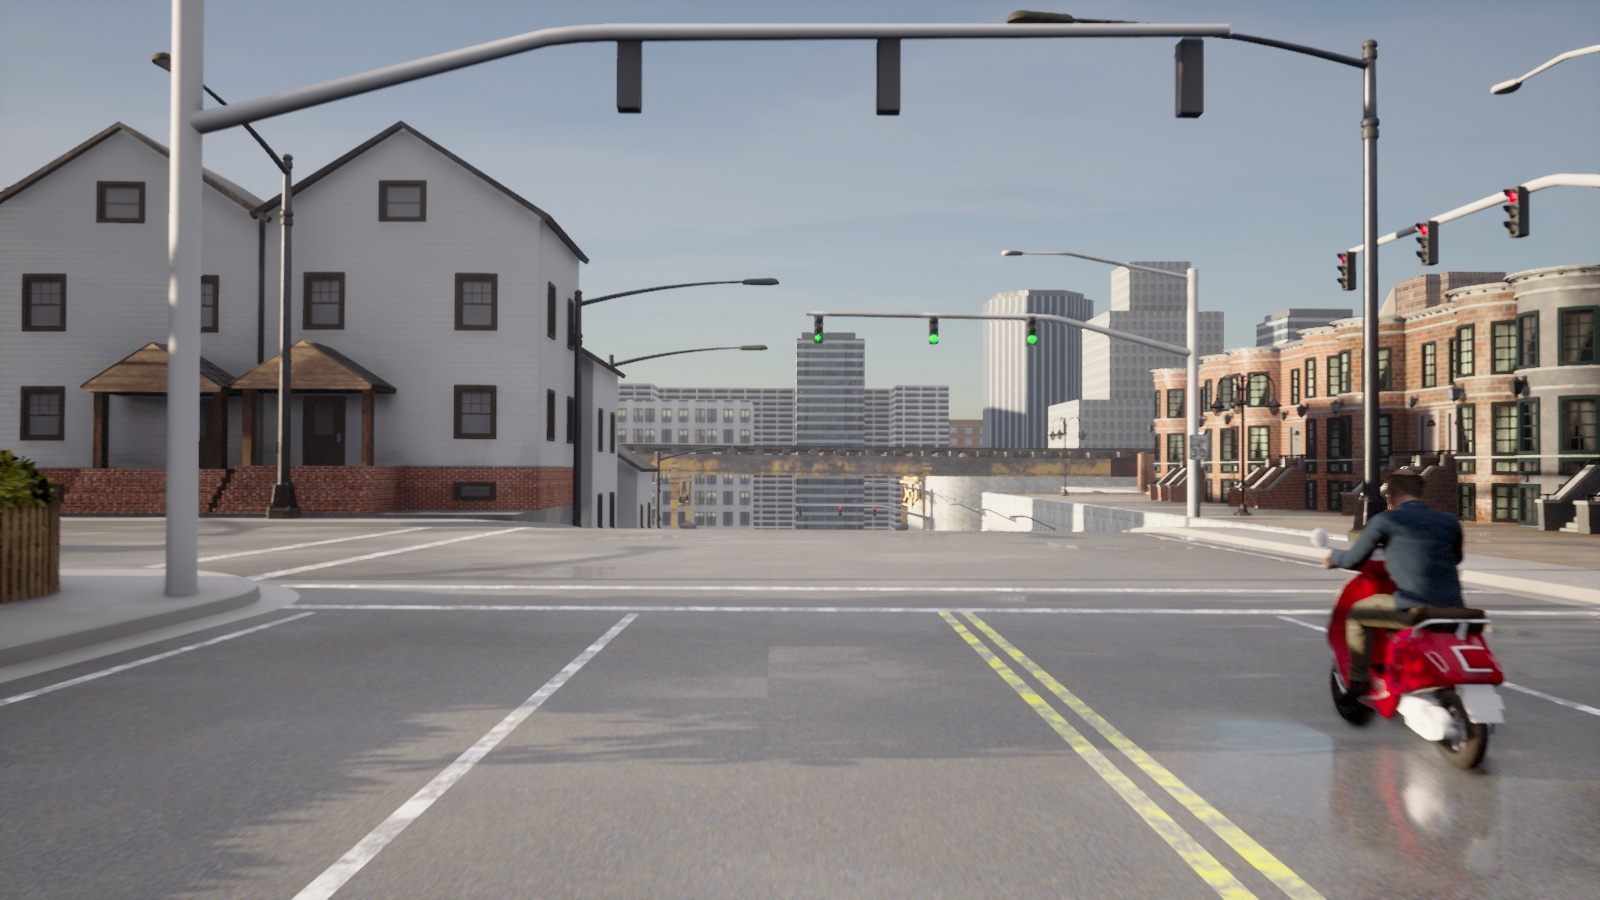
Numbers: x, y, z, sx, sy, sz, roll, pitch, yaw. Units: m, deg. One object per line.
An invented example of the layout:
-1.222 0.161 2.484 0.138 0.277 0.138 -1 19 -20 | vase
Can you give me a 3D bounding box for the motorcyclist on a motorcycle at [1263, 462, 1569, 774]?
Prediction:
3.482 0.877 7.330 0.866 1.590 1.817 0 -1 0 | motorcyclist on a motorcycle
